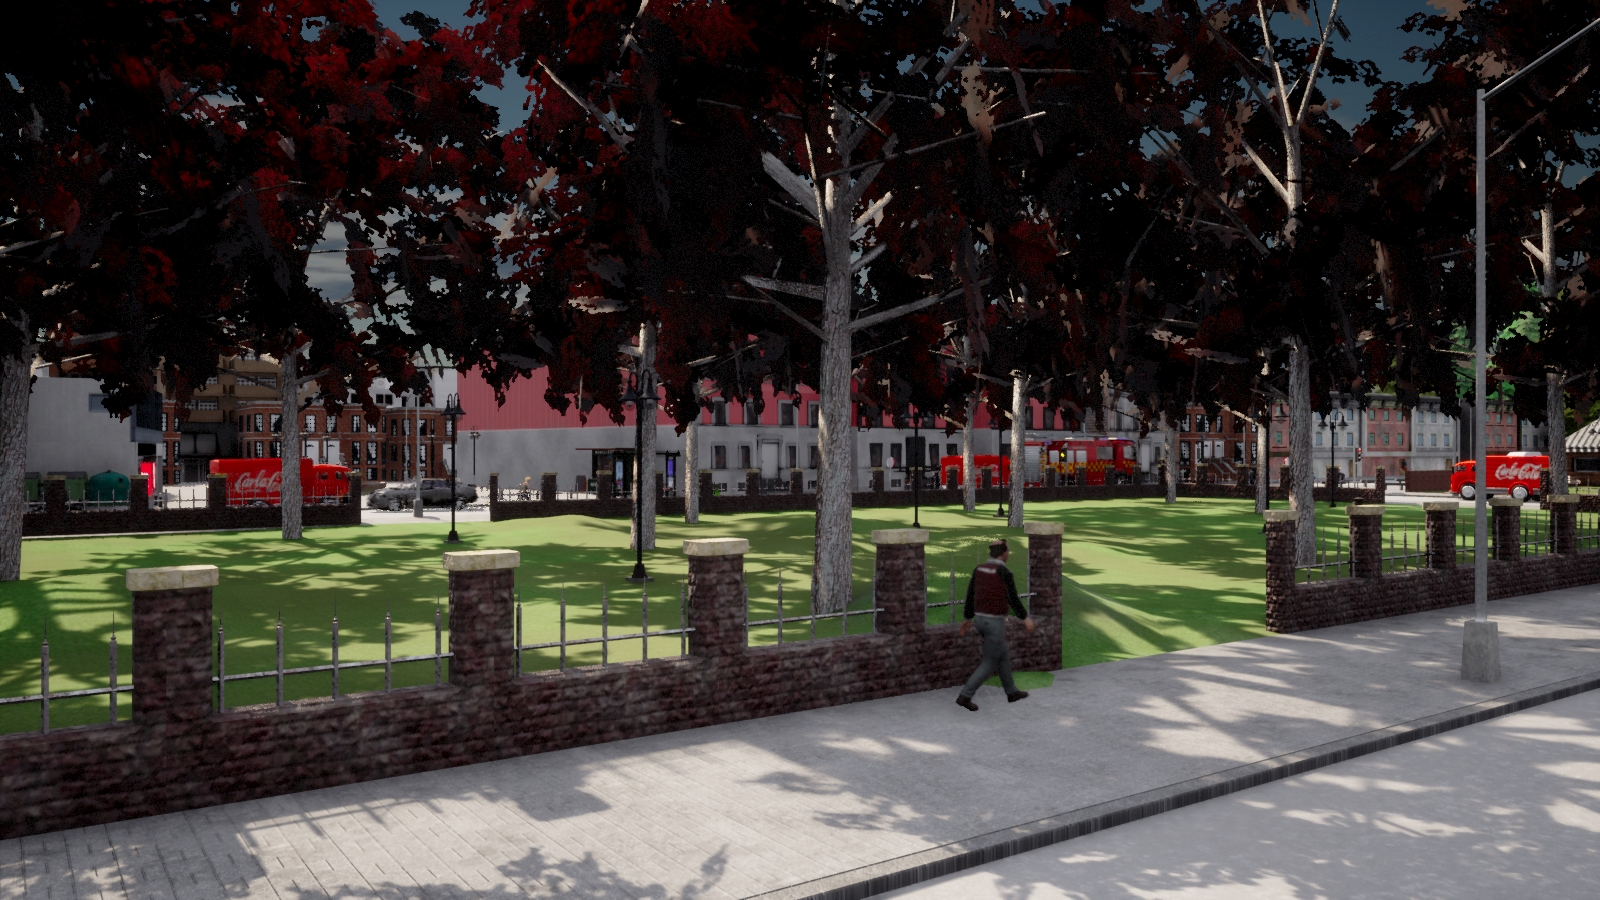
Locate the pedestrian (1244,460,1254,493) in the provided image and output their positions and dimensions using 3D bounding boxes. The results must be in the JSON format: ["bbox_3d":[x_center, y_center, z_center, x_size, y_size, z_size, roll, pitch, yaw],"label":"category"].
[{"bbox_3d":[25.198,1.502,64.163,0.375,1.860,0.375,0,0,-35],"label":"pedestrian"}]

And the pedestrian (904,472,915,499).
[{"bbox_3d":[5.519,1.789,57.697,0.375,1.300,0.375,0,0,-36],"label":"pedestrian"}]

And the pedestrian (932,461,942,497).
[{"bbox_3d":[7.098,1.508,59.311,0.375,1.860,0.375,0,0,-25],"label":"pedestrian"}]

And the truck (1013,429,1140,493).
[{"bbox_3d":[17.558,0.649,72.275,8.468,3.827,2.891,0,0,-35],"label":"truck"}]

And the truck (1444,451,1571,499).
[{"bbox_3d":[38.239,1.318,61.891,2.627,2.467,5.204,0,0,-35],"label":"truck"}]

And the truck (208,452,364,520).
[{"bbox_3d":[-20.400,1.350,45.405,5.204,2.467,2.627,-1,0,-35],"label":"truck"}]

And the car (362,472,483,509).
[{"bbox_3d":[-17.306,1.821,52.452,4.902,1.511,2.128,0,0,-35],"label":"car"}]

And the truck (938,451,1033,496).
[{"bbox_3d":[10.959,1.337,67.368,5.204,2.467,2.627,-1,0,-35],"label":"truck"}]

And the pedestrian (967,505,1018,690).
[{"bbox_3d":[2.005,1.519,11.893,0.375,1.860,0.375,0,0,-30],"label":"pedestrian"}]
